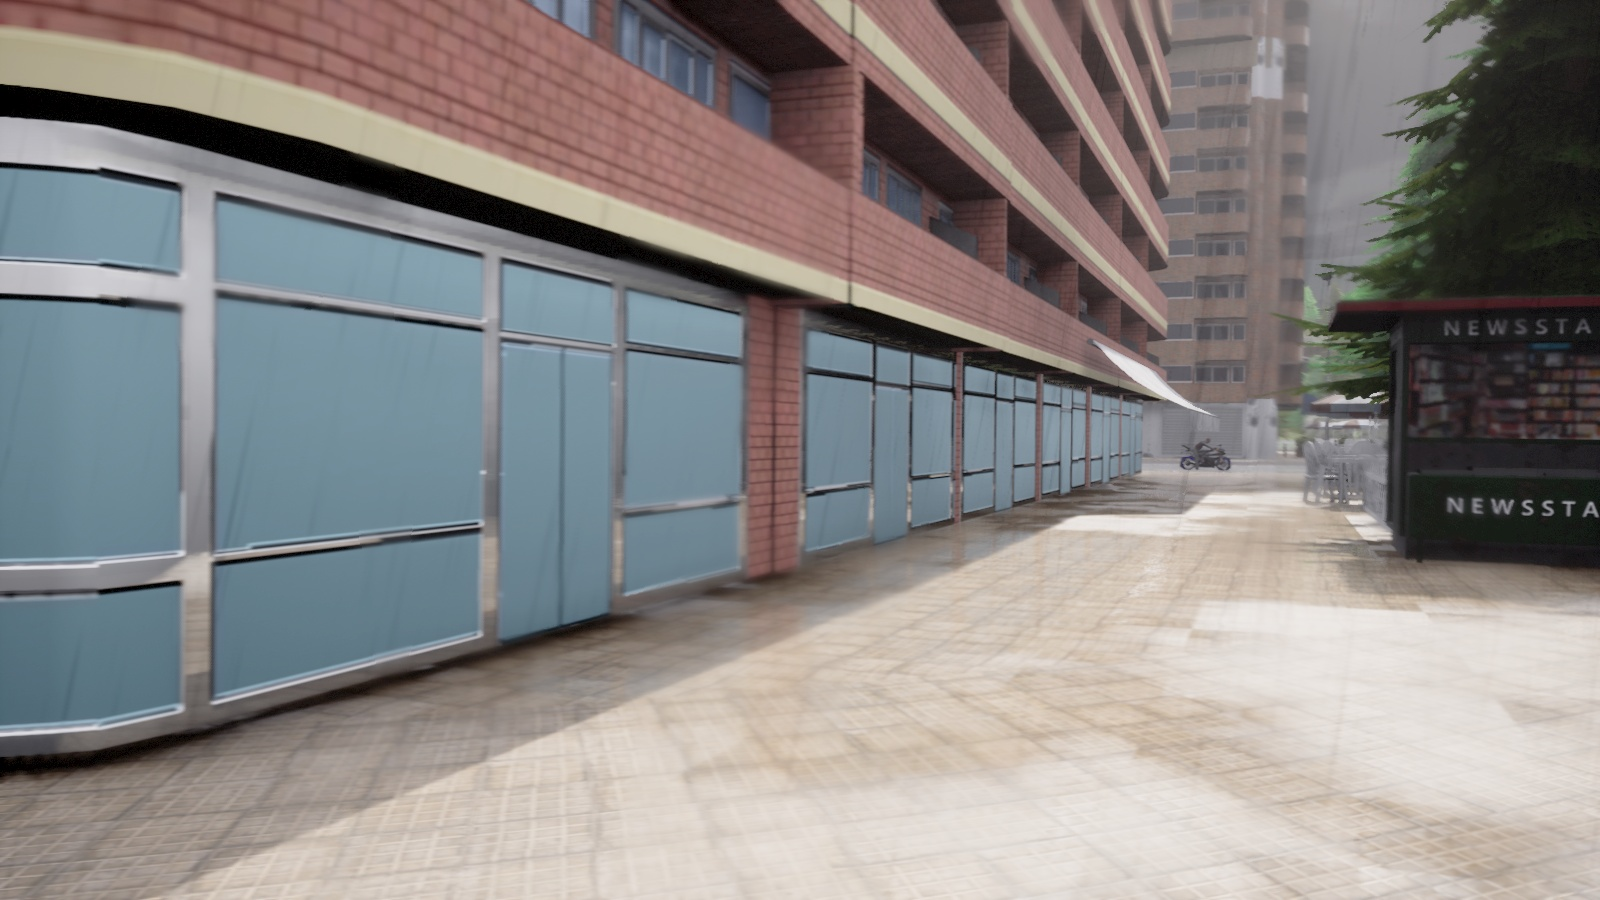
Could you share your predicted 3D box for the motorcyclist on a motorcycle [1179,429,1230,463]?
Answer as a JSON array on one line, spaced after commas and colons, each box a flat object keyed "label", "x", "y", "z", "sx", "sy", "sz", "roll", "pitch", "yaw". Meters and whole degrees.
[{"label": "motorcyclist on a motorcycle", "x": 18.582, "y": -0.198, "z": 57.692, "sx": 2.191, "sy": 1.530, "sz": 0.866, "roll": 0, "pitch": 1, "yaw": 21}]
